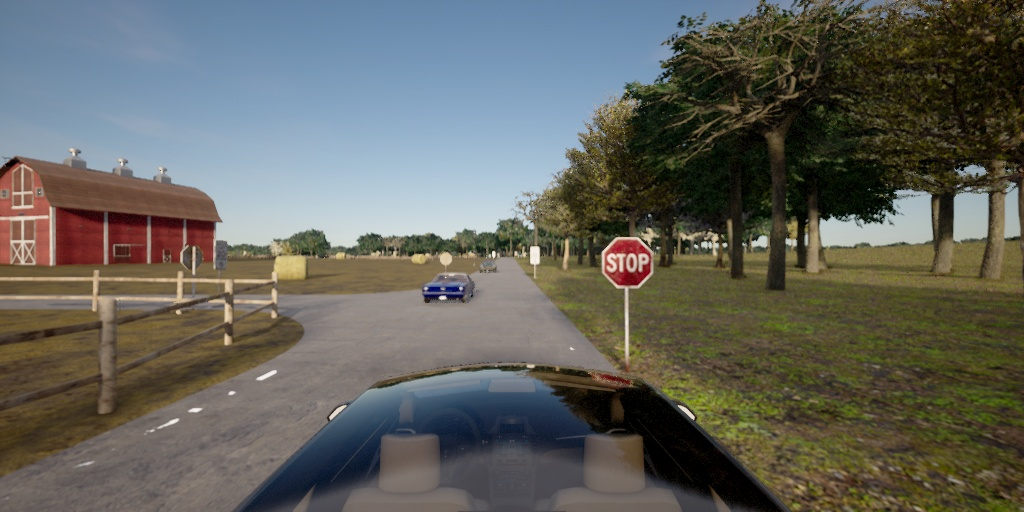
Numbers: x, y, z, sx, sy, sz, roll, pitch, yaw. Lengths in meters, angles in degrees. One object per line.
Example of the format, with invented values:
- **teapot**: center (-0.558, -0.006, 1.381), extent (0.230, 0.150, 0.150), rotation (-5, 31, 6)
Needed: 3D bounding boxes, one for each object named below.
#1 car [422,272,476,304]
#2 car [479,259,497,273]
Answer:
- **car**: center (-2.832, 1.450, 16.879), extent (1.895, 1.301, 4.718), rotation (0, -1, 0)
- **car**: center (-2.983, 1.235, 45.633), extent (2.097, 1.767, 4.553), rotation (0, 0, 0)
